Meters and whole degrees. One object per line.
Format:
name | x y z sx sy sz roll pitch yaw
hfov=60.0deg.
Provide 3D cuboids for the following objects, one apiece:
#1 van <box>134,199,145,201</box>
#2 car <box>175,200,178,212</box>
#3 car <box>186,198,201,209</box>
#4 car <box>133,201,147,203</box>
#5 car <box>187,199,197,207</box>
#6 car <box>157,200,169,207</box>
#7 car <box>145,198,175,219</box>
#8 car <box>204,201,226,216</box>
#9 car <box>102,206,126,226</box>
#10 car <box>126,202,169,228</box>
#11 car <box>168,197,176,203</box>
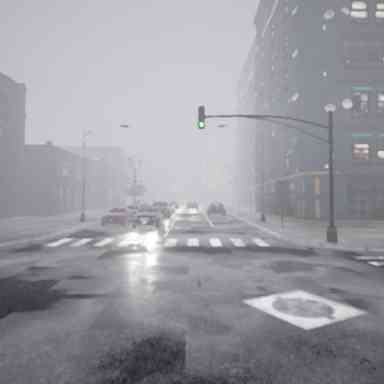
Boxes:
van | -5.681 1.706 37.355 1.690 1.788 3.998 1 -1 0
car | -3.101 1.937 42.147 1.812 1.442 4.674 0 -1 0
car | 0.083 2.093 54.238 1.994 1.385 4.181 0 -1 0
car | -5.684 1.854 31.665 1.887 1.381 4.507 1 -1 0
car | 0.065 2.105 64.204 1.882 1.535 5.008 0 -1 0
car | -5.692 2.225 65.784 1.802 1.307 4.206 1 -1 0
car | -3.104 1.676 33.154 2.097 1.767 4.553 0 -1 0
car | 2.697 1.805 37.416 1.967 1.590 4.097 1 -1 0
car | -5.759 1.799 25.984 1.887 1.381 4.507 1 -1 0
car | -3.103 1.728 24.134 2.128 1.511 4.902 0 -1 0
car | -5.697 2.363 94.217 1.967 1.590 4.097 1 -1 0
